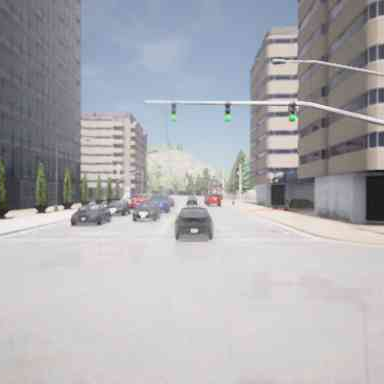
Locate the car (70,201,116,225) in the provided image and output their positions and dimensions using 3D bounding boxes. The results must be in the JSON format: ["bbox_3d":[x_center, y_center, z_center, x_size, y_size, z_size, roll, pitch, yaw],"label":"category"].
[{"bbox_3d":[-7.086,1.570,23.671,1.994,1.385,4.181,0,0,0],"label":"car"}]

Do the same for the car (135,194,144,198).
[{"bbox_3d":[-7.047,1.235,46.632,2.150,2.045,5.566,0,0,1],"label":"car"}]

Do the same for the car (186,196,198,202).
[{"bbox_3d":[0.000,1.540,54.690,1.812,1.442,4.674,0,0,0],"label":"car"}]

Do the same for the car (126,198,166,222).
[{"bbox_3d":[-3.576,1.499,26.874,2.128,1.511,4.902,0,0,0],"label":"car"}]

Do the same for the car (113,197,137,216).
[{"bbox_3d":[-7.080,1.500,32.421,2.128,1.511,4.902,0,0,0],"label":"car"}]

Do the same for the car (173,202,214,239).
[{"bbox_3d":[0.101,1.509,17.522,1.837,1.490,4.892,0,0,0],"label":"car"}]

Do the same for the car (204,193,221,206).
[{"bbox_3d":[3.500,1.236,53.583,2.150,2.045,5.566,0,0,0],"label":"car"}]

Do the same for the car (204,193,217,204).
[{"bbox_3d":[3.500,1.239,63.838,2.150,2.045,5.566,0,0,0],"label":"car"}]

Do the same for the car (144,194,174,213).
[{"bbox_3d":[-3.559,1.231,36.741,2.150,2.045,5.566,0,0,0],"label":"car"}]

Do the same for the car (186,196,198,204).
[{"bbox_3d":[0.000,1.508,63.809,2.128,1.511,4.902,0,0,0],"label":"car"}]
